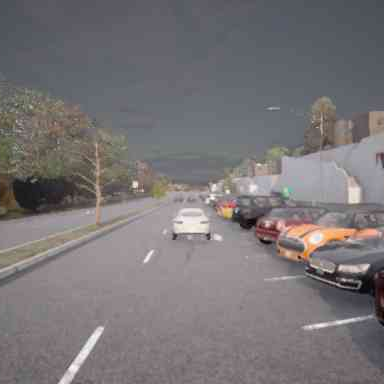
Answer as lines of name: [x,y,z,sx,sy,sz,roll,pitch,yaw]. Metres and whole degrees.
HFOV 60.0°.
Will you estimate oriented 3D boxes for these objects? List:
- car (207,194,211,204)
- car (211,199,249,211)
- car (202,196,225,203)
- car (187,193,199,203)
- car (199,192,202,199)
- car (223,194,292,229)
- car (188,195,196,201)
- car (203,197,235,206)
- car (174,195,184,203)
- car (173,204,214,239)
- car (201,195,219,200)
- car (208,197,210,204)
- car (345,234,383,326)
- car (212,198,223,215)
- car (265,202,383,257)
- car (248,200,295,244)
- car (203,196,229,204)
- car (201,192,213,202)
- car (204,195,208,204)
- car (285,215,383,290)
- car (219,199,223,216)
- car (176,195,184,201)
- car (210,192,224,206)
car: [5.040,1.556,47.090,4.553,1.767,2.185,1,0,-20]
car: [5.015,1.704,44.079,4.674,1.452,2.002,1,0,-20]
car: [4.941,1.642,77.101,4.792,1.488,2.163,1,1,-20]
car: [-0.102,1.492,75.573,2.097,1.767,4.553,0,0,0]
car: [4.961,1.445,65.083,5.566,2.045,2.435,1,1,-20]
car: [5.073,1.259,20.091,5.566,2.045,2.435,1,-1,-20]
car: [-0.116,1.489,85.676,1.994,1.385,4.181,0,0,0]
car: [4.820,1.704,59.030,5.366,1.575,1.946,1,0,-20]
car: [-3.104,1.653,76.832,1.812,1.442,4.674,0,0,0]
car: [-0.020,1.544,17.376,1.812,1.442,4.674,0,0,0]
car: [4.940,1.529,92.125,4.674,1.452,2.002,1,0,-20]
car: [5.010,1.643,41.079,5.008,1.535,2.097,1,-1,-20]
car: [5.092,1.514,5.083,4.792,1.488,2.163,1,0,-20]
car: [4.859,1.549,29.007,5.366,1.575,1.946,1,0,-20]
car: [5.092,1.363,11.078,4.553,1.767,2.185,1,0,-20]
car: [5.025,1.367,14.064,4.553,1.767,2.185,1,0,-20]
car: [5.146,1.658,71.177,5.366,1.575,1.946,1,0,-20]
car: [5.024,1.459,56.103,5.566,2.045,2.435,1,0,-20]
car: [5.026,1.734,53.104,4.792,1.488,2.163,1,0,-20]
car: [5.070,1.487,8.068,4.892,1.521,2.231,1,0,-20]
car: [5.211,1.538,26.141,5.366,1.575,1.946,1,-1,-20]
car: [-3.118,1.521,86.871,1.994,1.385,4.181,0,0,0]
car: [5.008,1.324,32.061,5.566,2.045,2.435,1,0,-20]
